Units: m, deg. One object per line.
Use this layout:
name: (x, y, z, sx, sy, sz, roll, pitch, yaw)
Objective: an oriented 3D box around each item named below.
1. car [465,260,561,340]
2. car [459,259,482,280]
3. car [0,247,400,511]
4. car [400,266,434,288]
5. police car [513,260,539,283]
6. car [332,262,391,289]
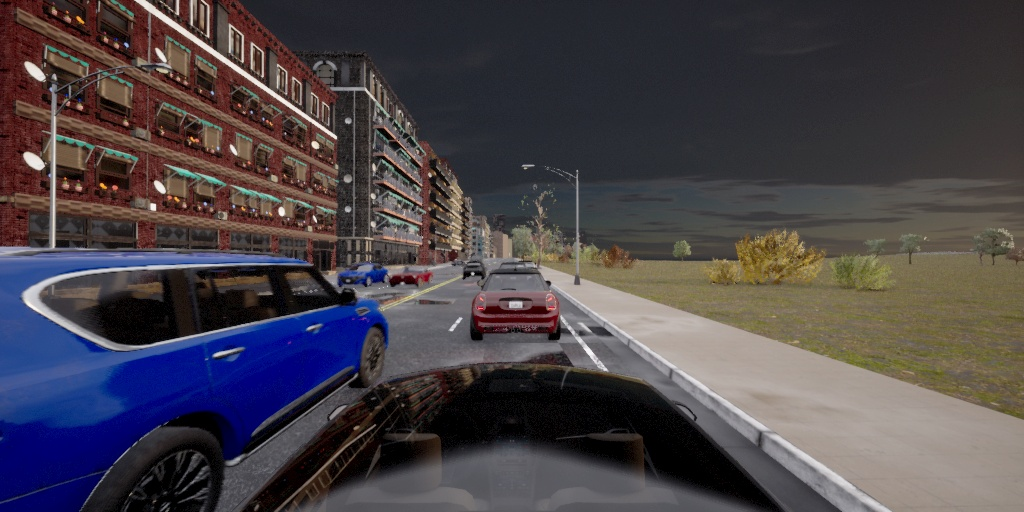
car: (0.075, 1.103, 10.091, 2.097, 1.767, 4.553, 0, 0, 0)
car: (-3.216, 1.253, 31.811, 1.837, 1.490, 4.892, 0, -1, 0)
car: (-3.156, 0.970, 3.724, 2.150, 2.045, 5.566, 0, 0, 0)
car: (-6.647, 1.354, 23.977, 1.895, 1.301, 4.718, 0, 0, 0)
police car: (1.078, 1.179, 29.359, 1.930, 1.638, 5.238, 0, 0, 0)
car: (-9.899, 1.230, 24.138, 1.882, 1.535, 5.008, 0, 0, 0)
